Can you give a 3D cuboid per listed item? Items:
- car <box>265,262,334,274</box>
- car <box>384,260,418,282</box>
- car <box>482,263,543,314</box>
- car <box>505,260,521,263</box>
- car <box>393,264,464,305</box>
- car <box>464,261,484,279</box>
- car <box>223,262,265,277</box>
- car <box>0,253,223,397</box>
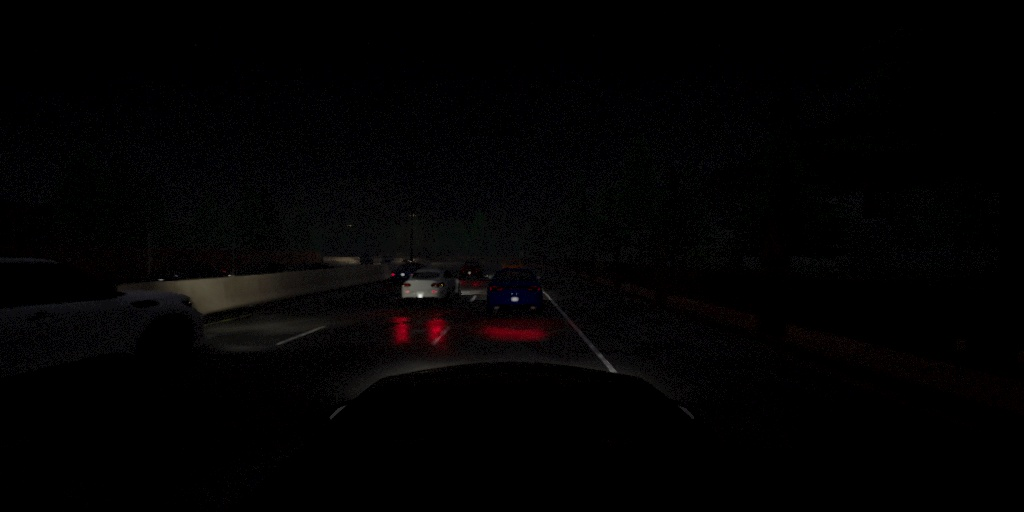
[{"bbox_3d":[-14.119,1.158,24.600,1.882,1.535,5.008,0,0,0],"label":"car"},{"bbox_3d":[-6.915,1.223,25.188,2.033,1.411,5.357,0,0,0],"label":"car"},{"bbox_3d":[0.092,1.189,13.691,1.882,1.535,5.008,0,0,0],"label":"car"},{"bbox_3d":[0.077,1.131,31.681,1.882,1.535,5.008,0,0,0],"label":"car"},{"bbox_3d":[-3.420,1.232,15.659,1.812,1.442,4.674,0,0,0],"label":"car"},{"bbox_3d":[-3.432,1.181,31.144,1.812,1.442,4.674,0,0,0],"label":"car"},{"bbox_3d":[-17.621,1.183,25.372,1.837,1.490,4.892,0,0,0],"label":"car"},{"bbox_3d":[-6.926,0.966,4.393,2.150,2.045,5.566,0,0,0],"label":"car"}]
